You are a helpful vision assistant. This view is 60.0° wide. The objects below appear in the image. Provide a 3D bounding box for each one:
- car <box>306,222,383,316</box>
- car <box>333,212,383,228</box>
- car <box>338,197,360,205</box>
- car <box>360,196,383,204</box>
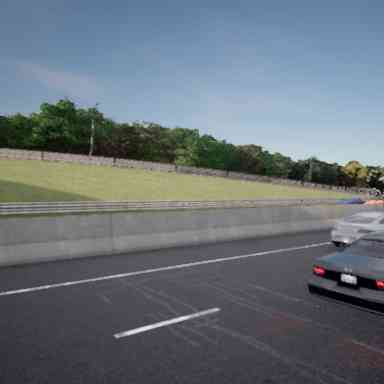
[{"bbox_3d":[4.756,1.543,7.180,5.357,1.411,2.033,0,0,-35],"label":"car"},{"bbox_3d":[7.450,1.520,13.368,4.674,1.442,1.812,0,0,-35],"label":"car"},{"bbox_3d":[22.026,1.480,45.842,5.008,1.535,1.882,0,0,-37],"label":"car"},{"bbox_3d":[24.322,1.356,43.193,4.553,1.767,2.097,0,0,-37],"label":"car"}]
